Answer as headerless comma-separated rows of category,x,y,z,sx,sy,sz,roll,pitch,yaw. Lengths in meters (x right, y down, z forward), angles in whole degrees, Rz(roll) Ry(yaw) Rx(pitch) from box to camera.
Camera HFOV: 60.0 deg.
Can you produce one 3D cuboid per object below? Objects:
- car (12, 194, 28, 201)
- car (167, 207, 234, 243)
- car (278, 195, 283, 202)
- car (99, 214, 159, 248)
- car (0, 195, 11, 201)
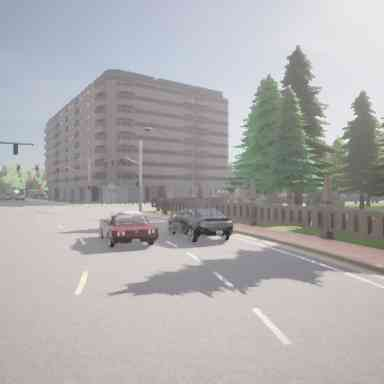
car,-41.911,1.547,80.885,1.895,1.301,4.718,0,0,-34
car,0.249,1.493,16.259,2.128,1.511,4.902,0,0,-22
car,17.806,1.502,70.911,4.892,1.490,1.837,0,0,-34
car,-3.004,1.614,14.967,1.895,1.301,4.718,0,0,-22
car,-45.031,1.511,79.253,1.994,1.385,4.181,0,0,-34
